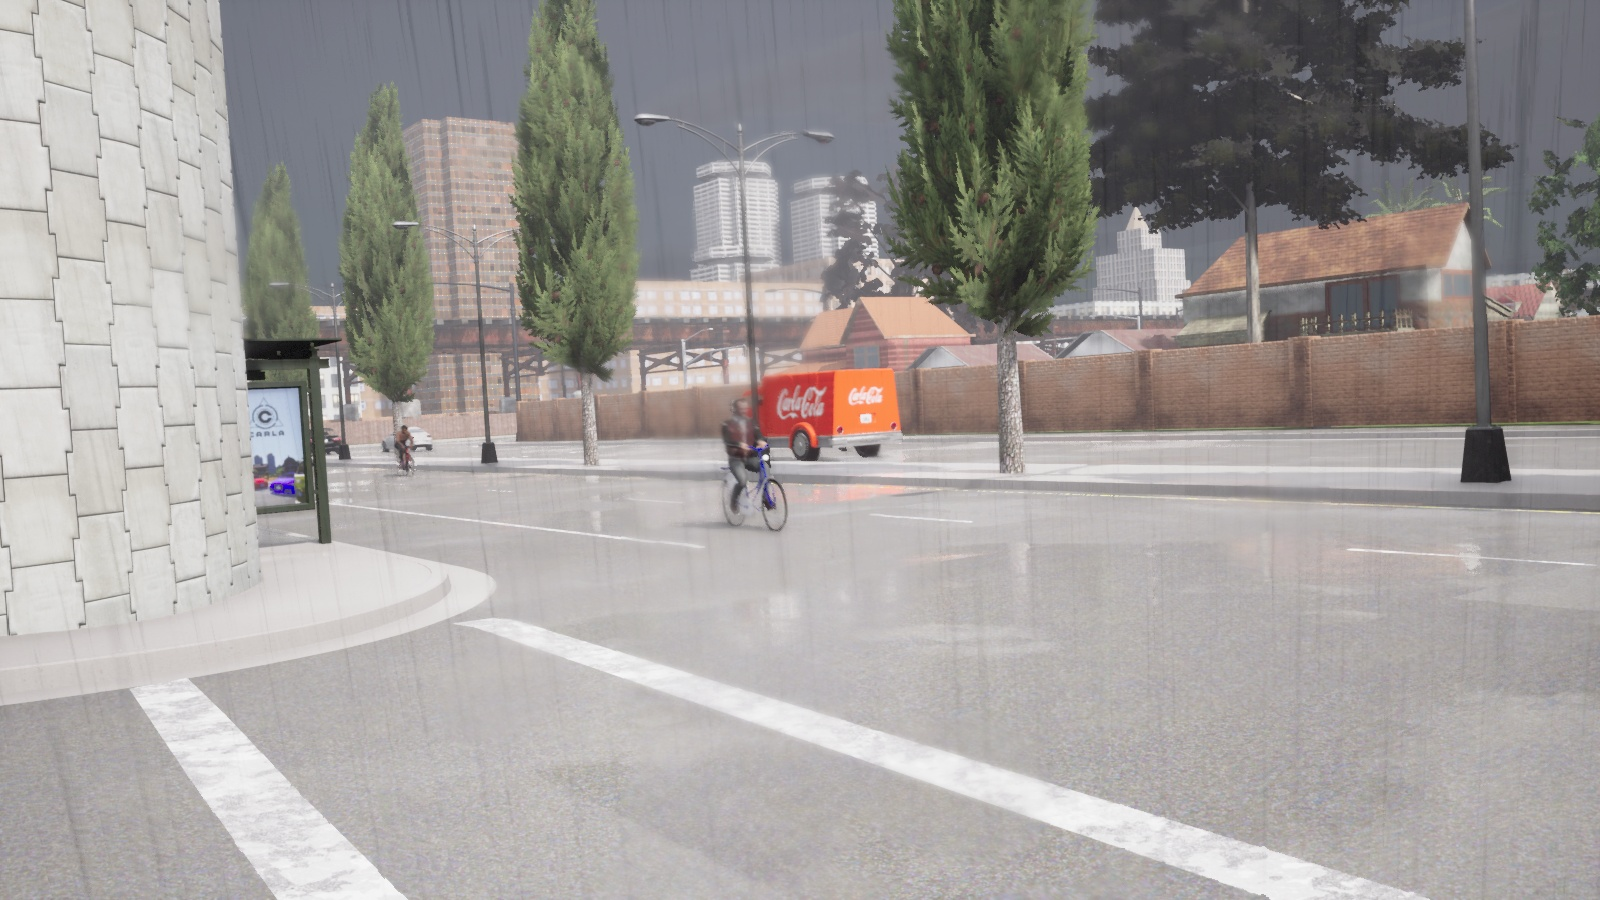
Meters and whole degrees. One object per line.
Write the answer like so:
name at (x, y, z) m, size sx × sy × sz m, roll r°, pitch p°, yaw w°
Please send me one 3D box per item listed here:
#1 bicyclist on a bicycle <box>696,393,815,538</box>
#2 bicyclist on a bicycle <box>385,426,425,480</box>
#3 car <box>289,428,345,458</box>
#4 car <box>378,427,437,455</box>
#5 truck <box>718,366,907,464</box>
bicyclist on a bicycle at (-0.611, 0.193, 16.597) m, size 0.659 × 1.776 × 1.843 m, roll -5°, pitch 3°, yaw -30°
bicyclist on a bicycle at (-12.330, 0.103, 39.205) m, size 0.582 × 1.620 × 1.656 m, roll -5°, pitch 3°, yaw -36°
car at (-29.719, -0.433, 77.201) m, size 2.242 × 1.667 × 4.611 m, roll -5°, pitch 3°, yaw -32°
car at (-23.089, -0.515, 73.783) m, size 1.812 × 1.442 × 4.674 m, roll -5°, pitch 3°, yaw -36°
truck at (0.255, -0.941, 35.349) m, size 2.627 × 2.467 × 5.204 m, roll -5°, pitch 3°, yaw -36°
